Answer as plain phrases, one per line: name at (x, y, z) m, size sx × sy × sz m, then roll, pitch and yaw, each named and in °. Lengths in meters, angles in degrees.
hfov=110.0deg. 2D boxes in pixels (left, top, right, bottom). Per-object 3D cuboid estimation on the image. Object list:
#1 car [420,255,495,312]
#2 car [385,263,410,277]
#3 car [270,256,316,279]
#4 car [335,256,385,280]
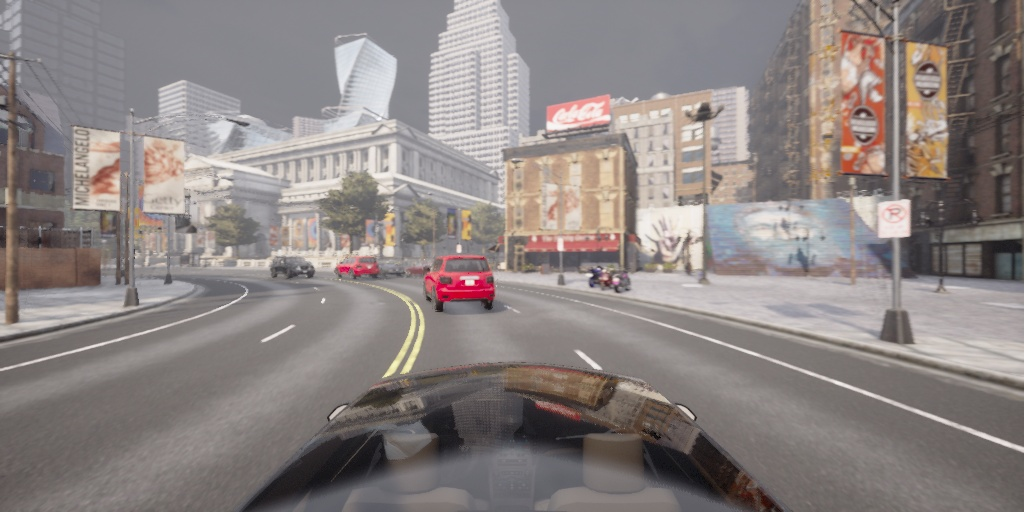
car at (-2.322, 1.000, 14.811) m, size 2.150 × 2.045 × 5.566 m, roll 0°, pitch 0°, yaw -19°
car at (-12.793, 1.383, 36.009) m, size 5.357 × 1.411 × 2.033 m, roll 0°, pitch 0°, yaw 44°
car at (-20.655, 1.051, 33.673) m, size 5.566 × 2.045 × 2.150 m, roll 0°, pitch 0°, yaw 37°
car at (-14.150, 1.052, 32.658) m, size 5.566 × 2.045 × 2.150 m, roll 0°, pitch 0°, yaw 44°
